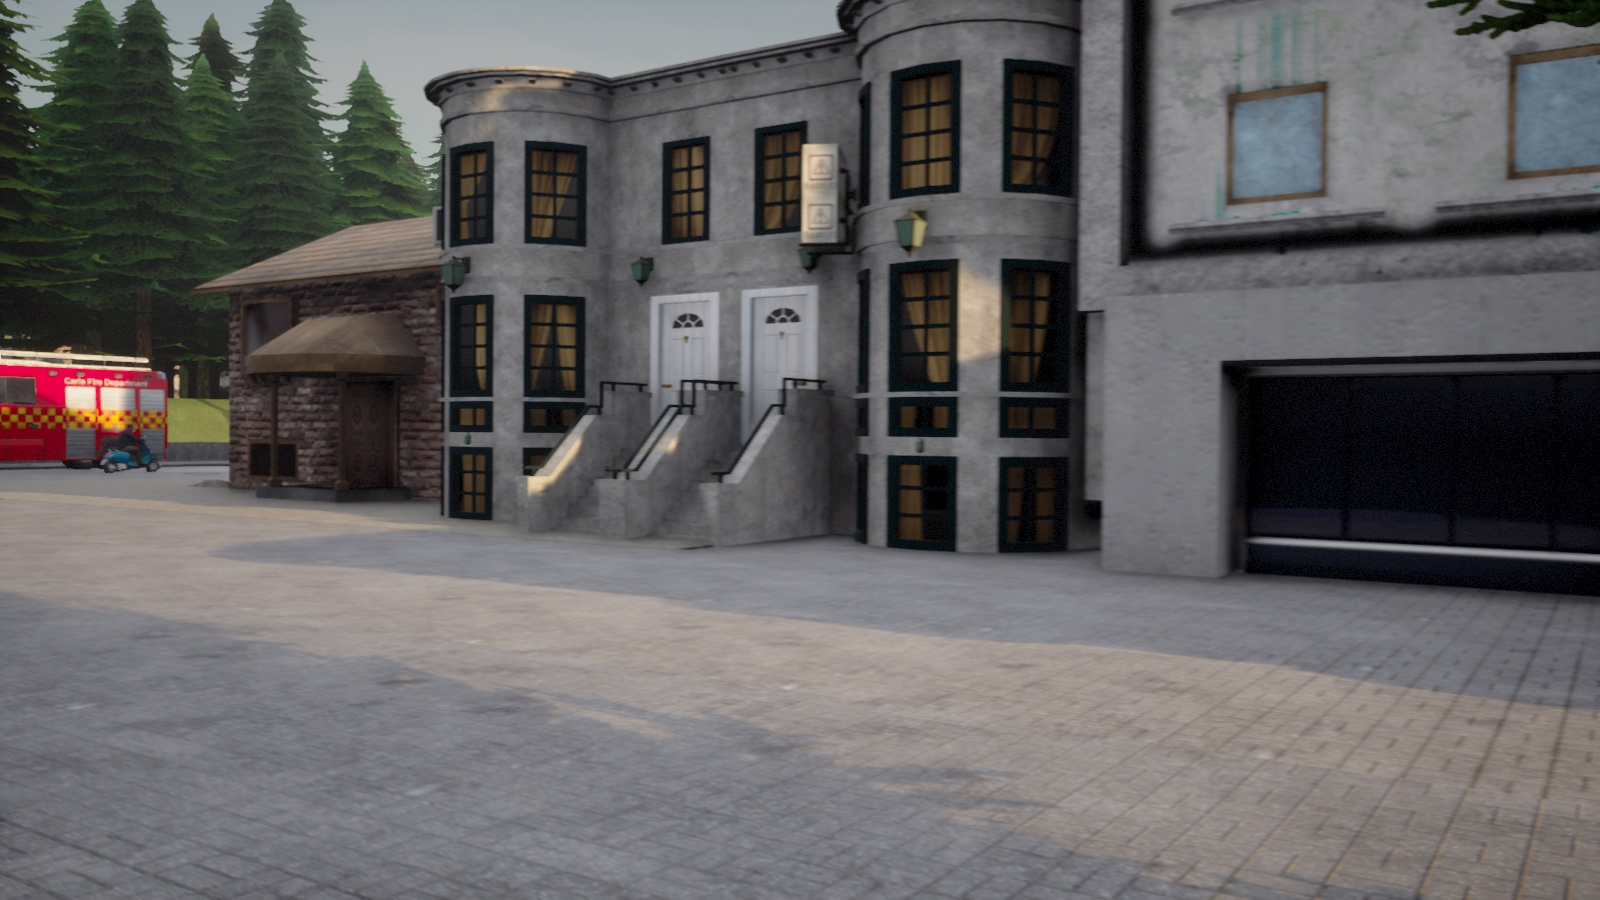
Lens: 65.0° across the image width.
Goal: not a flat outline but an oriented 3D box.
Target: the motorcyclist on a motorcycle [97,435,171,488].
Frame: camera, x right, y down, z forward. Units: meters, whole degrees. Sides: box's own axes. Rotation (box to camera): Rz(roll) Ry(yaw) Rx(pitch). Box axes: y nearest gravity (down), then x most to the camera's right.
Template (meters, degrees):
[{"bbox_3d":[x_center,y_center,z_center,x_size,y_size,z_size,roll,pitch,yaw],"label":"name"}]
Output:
[{"bbox_3d":[-20.756,0.338,39.167,0.866,1.590,1.817,0,1,34],"label":"motorcyclist on a motorcycle"}]

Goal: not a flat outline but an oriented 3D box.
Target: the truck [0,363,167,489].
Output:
[{"bbox_3d":[-25.063,-0.751,39.916,2.891,3.827,8.468,0,1,34],"label":"truck"}]
